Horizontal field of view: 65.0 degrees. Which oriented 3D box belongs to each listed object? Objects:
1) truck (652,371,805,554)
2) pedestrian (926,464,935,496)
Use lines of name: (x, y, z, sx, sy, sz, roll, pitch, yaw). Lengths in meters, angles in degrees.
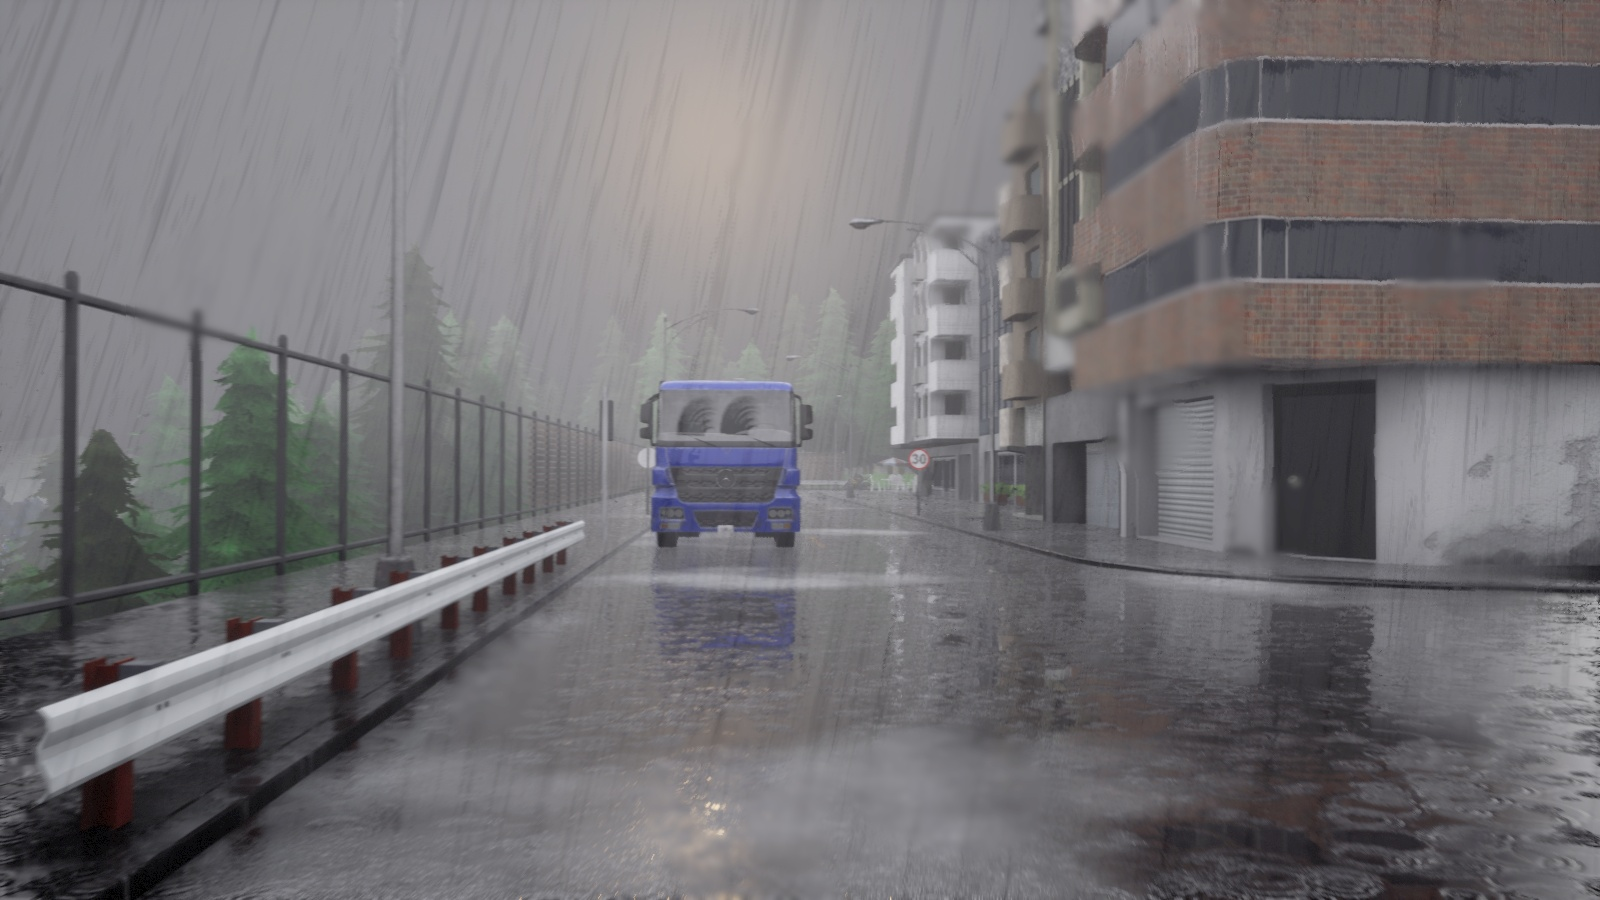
truck: (-1.553, 0.304, 27.800, 2.891, 3.462, 7.936, 0, -1, -3)
pedestrian: (7.448, 1.715, 71.710, 0.370, 1.835, 0.726, 0, -1, -3)
